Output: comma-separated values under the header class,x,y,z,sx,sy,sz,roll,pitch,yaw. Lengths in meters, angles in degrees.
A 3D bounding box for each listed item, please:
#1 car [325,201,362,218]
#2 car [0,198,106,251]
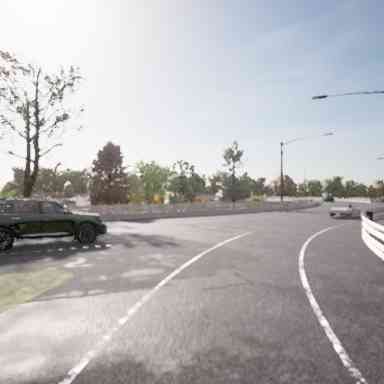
class,x,y,z,sx,sy,sz,roll,pitch,yaw
car,15.379,1.828,33.280,1.895,1.301,4.718,0,0,42
car,-6.673,1.289,14.627,5.566,2.045,2.150,0,0,-33
